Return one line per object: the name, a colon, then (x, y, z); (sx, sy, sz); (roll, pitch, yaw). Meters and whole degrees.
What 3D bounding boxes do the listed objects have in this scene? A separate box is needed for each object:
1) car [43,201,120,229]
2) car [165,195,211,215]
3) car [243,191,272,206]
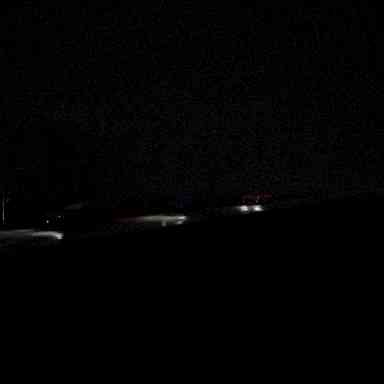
car: (-6.373, 1.271, 19.676); (1.812, 1.442, 4.674); (-1, 1, 36)
car: (-0.282, 1.031, 28.229); (1.882, 1.535, 5.008); (-1, 1, 35)
car: (7.794, 0.631, 39.540); (2.097, 1.767, 4.553); (-1, 0, 36)
